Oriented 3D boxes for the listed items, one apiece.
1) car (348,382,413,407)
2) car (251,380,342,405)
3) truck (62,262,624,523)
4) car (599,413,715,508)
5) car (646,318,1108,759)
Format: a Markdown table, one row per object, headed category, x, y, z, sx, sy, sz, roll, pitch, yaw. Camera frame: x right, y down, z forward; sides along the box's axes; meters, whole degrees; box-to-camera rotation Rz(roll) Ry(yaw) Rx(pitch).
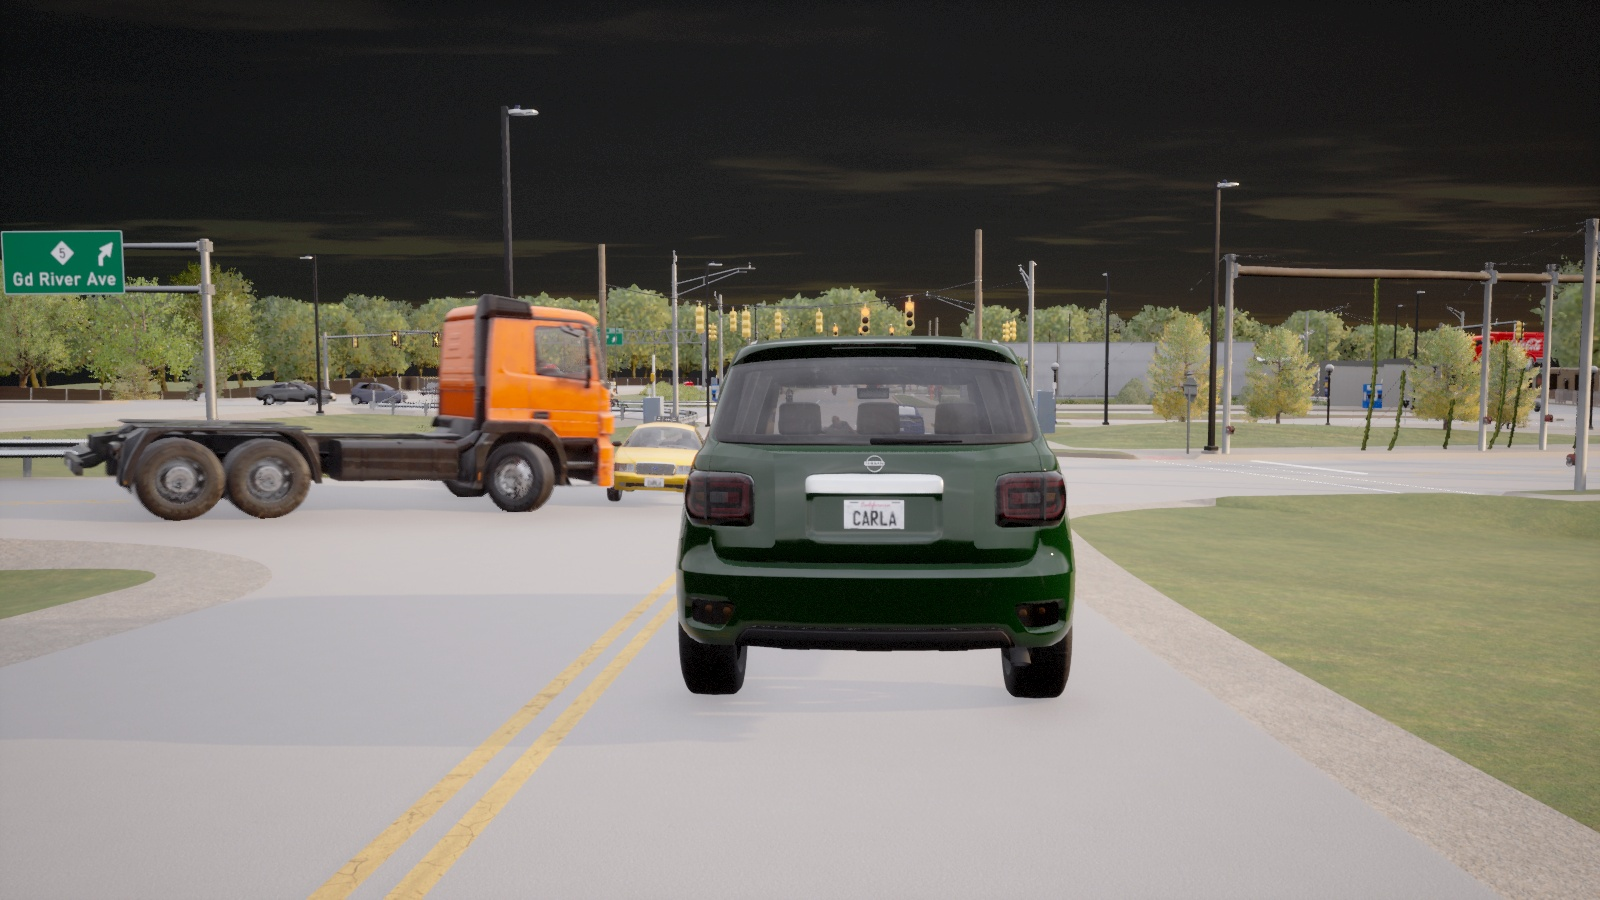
| category | x | y | z | sx | sy | sz | roll | pitch | yaw |
| --- | --- | --- | --- | --- | --- | --- | --- | --- | --- |
| car | -27.707 | -3.681 | 83.074 | 3.633 | 1.501 | 1.845 | 2 | 3 | 2 |
| car | -31.923 | -3.652 | 79.734 | 4.902 | 1.511 | 2.128 | 0 | 3 | 3 |
| truck | -7.098 | -0.811 | 20.020 | 7.936 | 3.462 | 2.891 | 0 | 3 | -32 |
| car | -2.649 | 0.104 | 24.404 | 1.801 | 1.575 | 5.366 | 2 | 2 | -3 |
| car | 0.505 | 0.363 | 8.656 | 2.150 | 2.045 | 5.566 | 0 | 1 | 3 |
